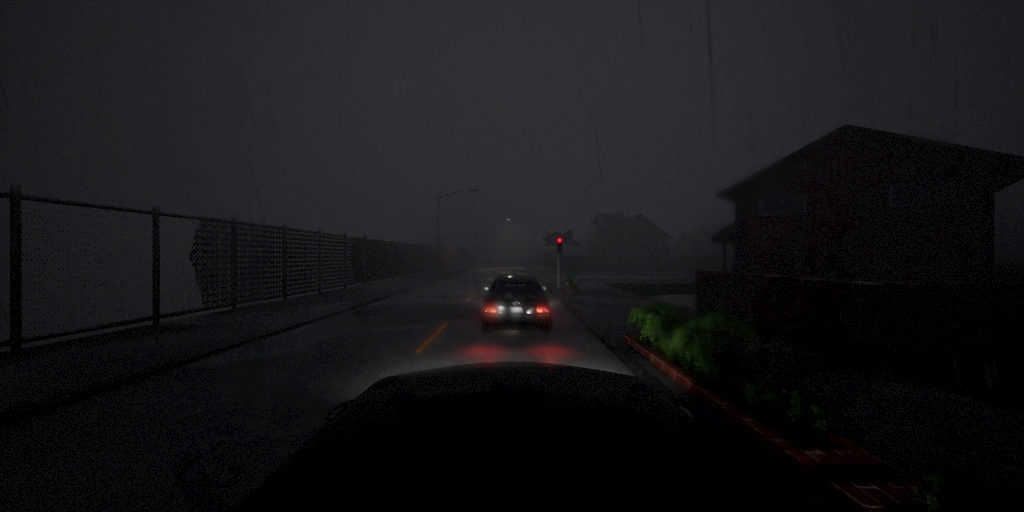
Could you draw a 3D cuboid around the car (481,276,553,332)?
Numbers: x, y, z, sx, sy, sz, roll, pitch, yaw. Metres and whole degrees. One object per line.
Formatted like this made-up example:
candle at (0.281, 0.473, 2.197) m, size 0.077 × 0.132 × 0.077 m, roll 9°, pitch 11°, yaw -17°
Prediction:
car at (0.116, 1.297, 10.780) m, size 2.033 × 1.411 × 5.357 m, roll 0°, pitch 0°, yaw 0°
